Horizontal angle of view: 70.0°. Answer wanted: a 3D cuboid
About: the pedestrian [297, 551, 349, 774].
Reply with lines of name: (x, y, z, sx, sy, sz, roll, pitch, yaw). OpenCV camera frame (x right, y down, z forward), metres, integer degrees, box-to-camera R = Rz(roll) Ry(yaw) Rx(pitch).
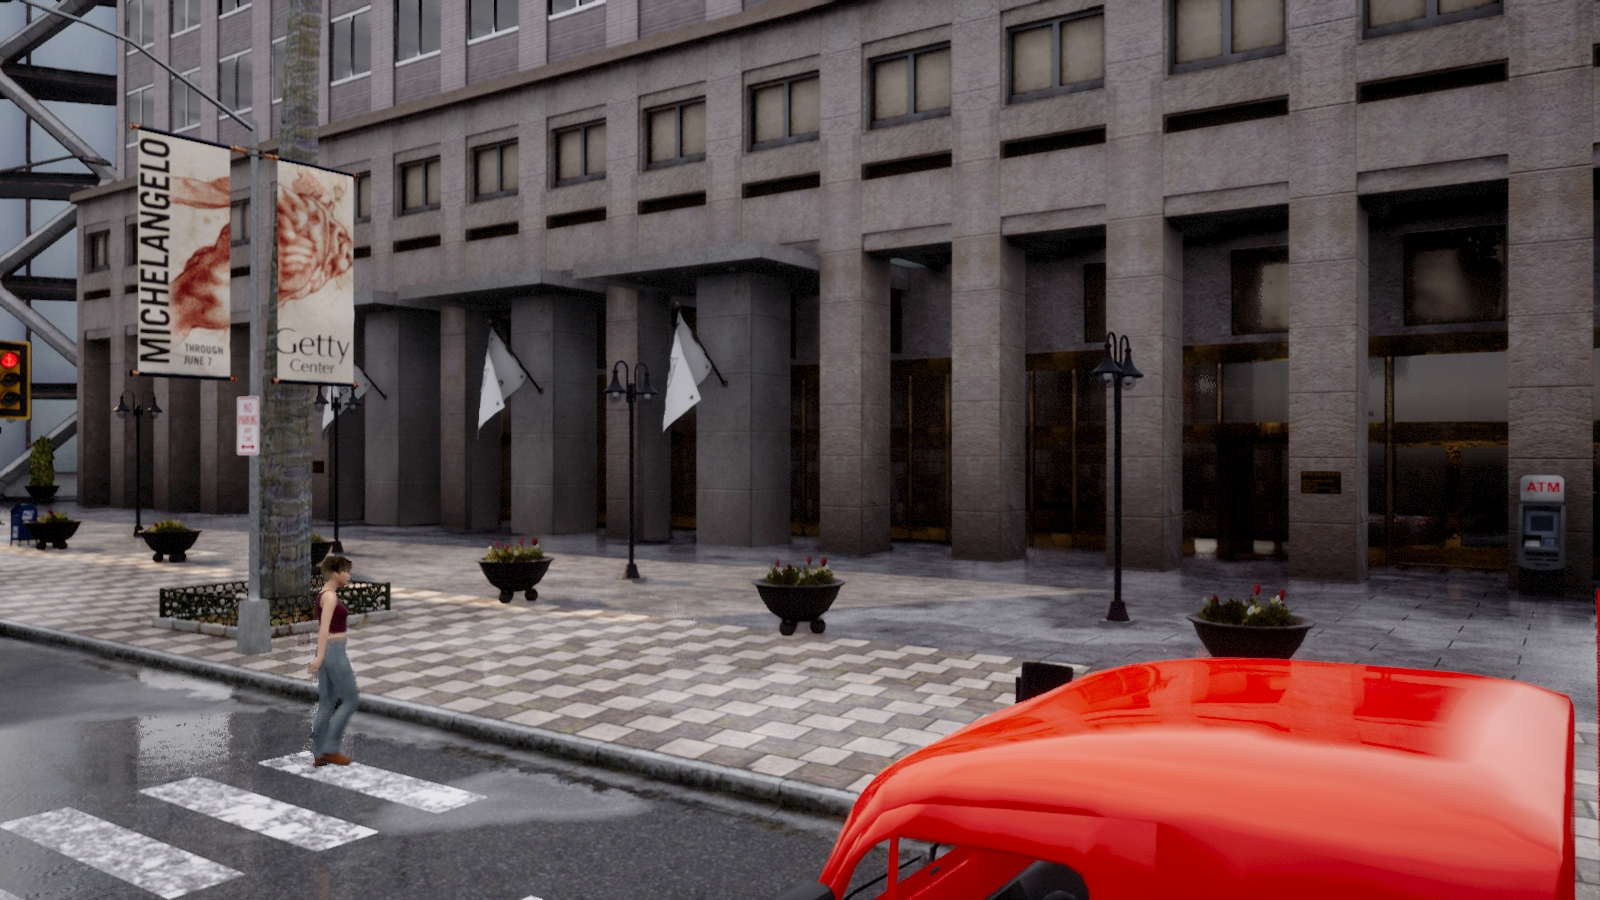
pedestrian: (-4.191, 1.842, 10.044, 0.375, 1.860, 0.375, 0, 0, -30)

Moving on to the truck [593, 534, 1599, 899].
truck: (2.441, 1.564, 2.093, 5.204, 2.467, 2.627, 0, 0, 35)
